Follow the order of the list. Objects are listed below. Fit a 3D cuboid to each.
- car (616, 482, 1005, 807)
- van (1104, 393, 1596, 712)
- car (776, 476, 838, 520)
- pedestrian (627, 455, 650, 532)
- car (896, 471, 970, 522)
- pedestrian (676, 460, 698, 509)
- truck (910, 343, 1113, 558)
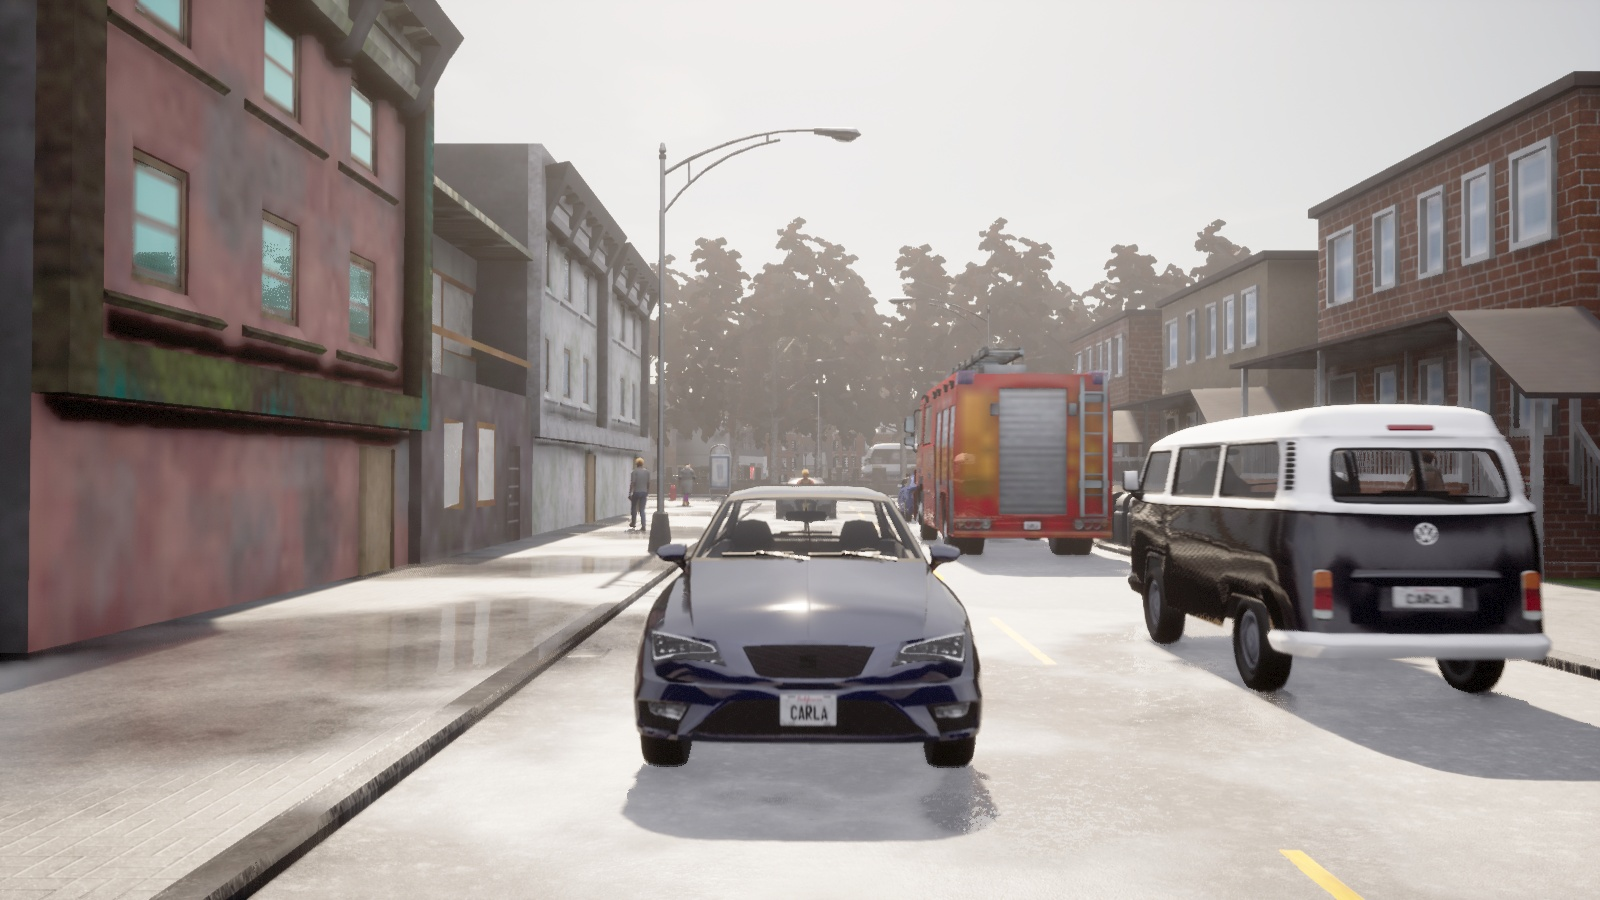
[{"bbox_3d":[0.055,0.962,7.978,1.816,1.474,4.193,0,-1,0],"label":"car"},{"bbox_3d":[4.065,0.694,10.292,2.069,2.038,4.480,0,-1,0],"label":"van"},{"bbox_3d":[0.213,1.590,42.534,1.994,1.385,4.181,0,-1,0],"label":"car"},{"bbox_3d":[-3.934,1.053,30.601,0.354,1.836,0.706,0,-1,-24],"label":"pedestrian"},{"bbox_3d":[4.212,1.453,40.434,1.882,1.535,5.008,0,-1,0],"label":"car"},{"bbox_3d":[-4.626,1.404,51.387,0.659,1.952,0.873,0,-1,13],"label":"pedestrian"},{"bbox_3d":[4.144,0.079,26.620,2.891,3.827,8.468,0,-1,0],"label":"truck"}]
